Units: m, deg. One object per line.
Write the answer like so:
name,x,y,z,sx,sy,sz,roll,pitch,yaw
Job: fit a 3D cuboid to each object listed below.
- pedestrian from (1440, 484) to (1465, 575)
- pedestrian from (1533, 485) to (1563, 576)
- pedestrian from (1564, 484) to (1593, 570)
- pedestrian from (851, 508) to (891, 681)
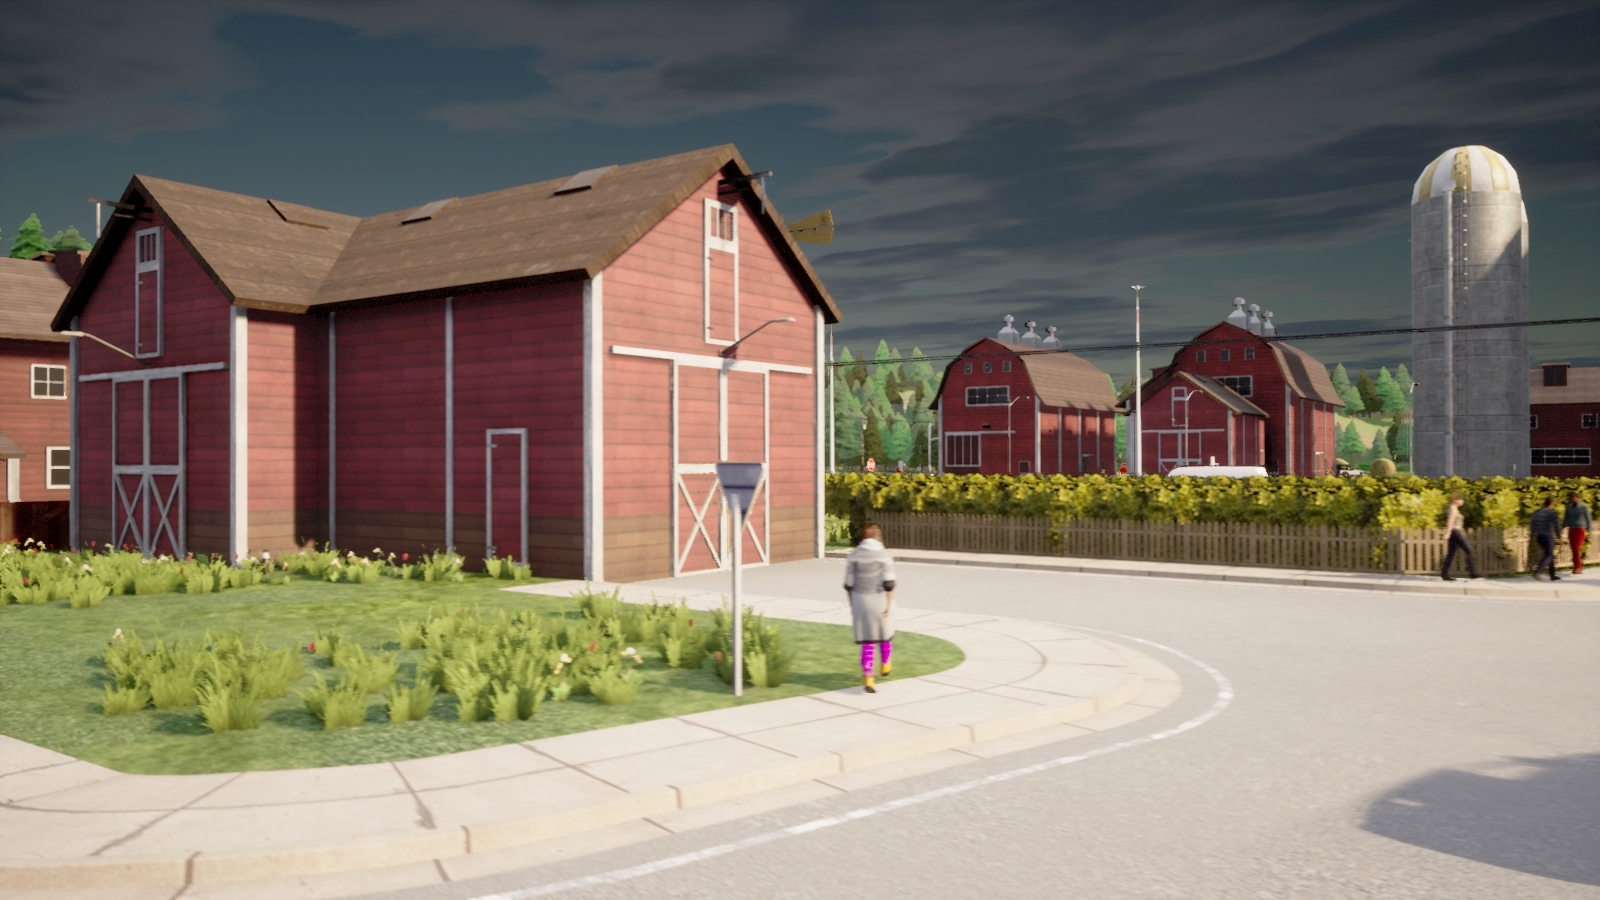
pedestrian,13.447,1.631,23.561,0.375,1.860,0.375,0,0,19
pedestrian,15.668,1.677,23.935,0.375,1.860,0.375,0,0,-17
pedestrian,17.118,1.693,25.132,0.375,1.860,0.375,0,-1,-24
pedestrian,0.786,1.579,12.649,0.375,1.860,0.375,0,0,14
